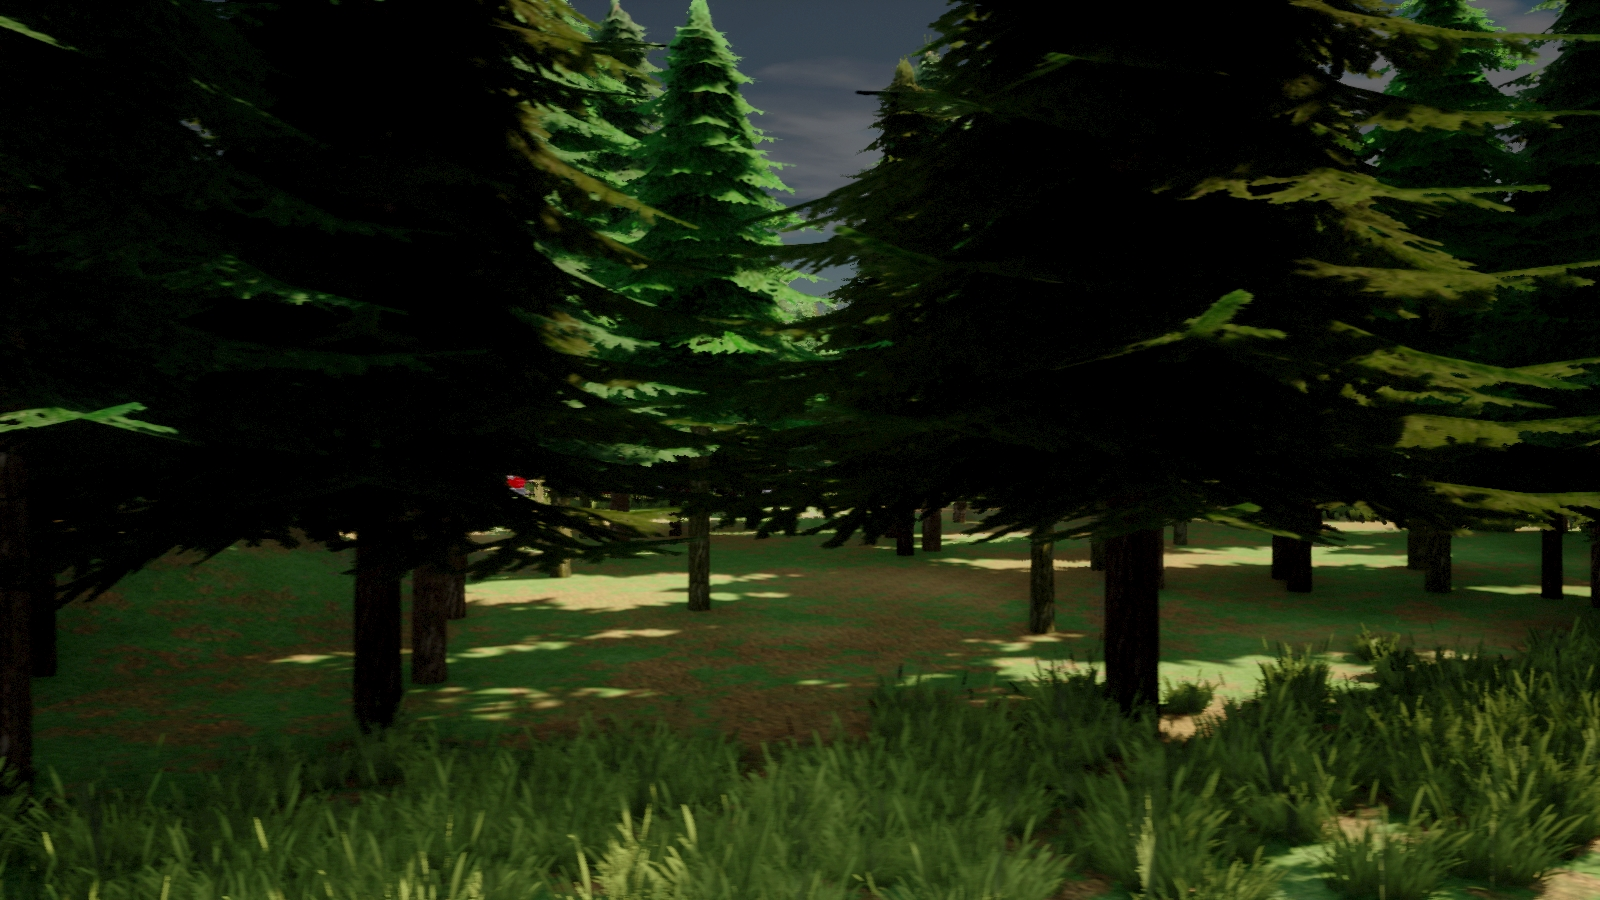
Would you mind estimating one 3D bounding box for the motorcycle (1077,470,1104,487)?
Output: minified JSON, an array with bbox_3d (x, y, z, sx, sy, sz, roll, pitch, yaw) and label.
[{"bbox_3d":[22.154,2.167,87.204,0.867,1.251,2.209,0,0,-21],"label":"motorcycle"}]
